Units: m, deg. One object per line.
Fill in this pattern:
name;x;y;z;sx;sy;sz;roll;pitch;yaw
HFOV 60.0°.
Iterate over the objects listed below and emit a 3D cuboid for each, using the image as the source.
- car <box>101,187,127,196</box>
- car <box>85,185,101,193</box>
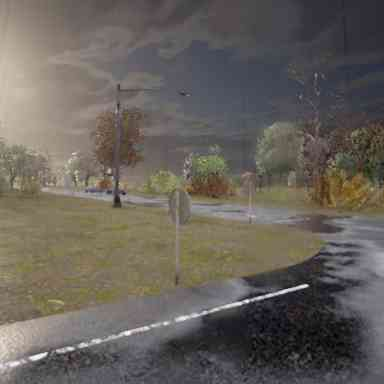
car;-11.918;-0.106;51.728;1.895;1.301;4.718;0;2;-36
car;-17.739;-0.537;59.823;2.128;1.511;4.902;0;2;-36
